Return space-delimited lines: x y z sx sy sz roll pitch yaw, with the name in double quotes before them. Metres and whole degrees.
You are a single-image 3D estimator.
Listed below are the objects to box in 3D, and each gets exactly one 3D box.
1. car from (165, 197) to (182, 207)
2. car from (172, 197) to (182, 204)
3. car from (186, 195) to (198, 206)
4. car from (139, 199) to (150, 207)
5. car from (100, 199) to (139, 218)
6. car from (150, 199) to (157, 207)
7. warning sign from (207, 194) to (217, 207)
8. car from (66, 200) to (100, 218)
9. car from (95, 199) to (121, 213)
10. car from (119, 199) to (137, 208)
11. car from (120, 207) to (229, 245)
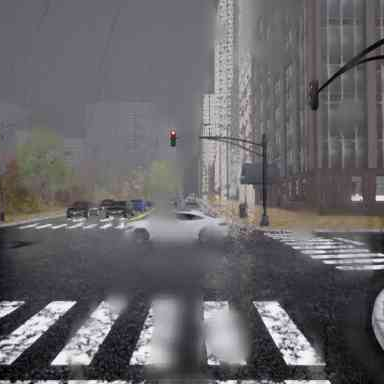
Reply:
"car" -3.143 1.627 52.157 2.128 1.511 4.902 0 0 0
"car" -3.186 1.774 70.600 1.812 1.442 4.674 0 0 0
"car" 0.008 1.721 58.932 2.033 1.411 5.357 0 0 0
"car" -6.591 1.559 39.684 1.882 1.535 5.008 0 0 0
"car" -6.561 1.557 30.611 1.837 1.490 4.892 0 0 2
"car" -6.583 1.730 50.829 1.895 1.301 4.718 0 0 0
"warning sign" 2.834 1.227 47.036 1.300 1.860 1.060 -1 -2 0
"car" -9.841 1.555 30.260 1.837 1.490 4.892 0 0 0
"car" -9.840 1.585 39.441 1.837 1.490 4.892 0 0 0
"car" -9.831 1.734 51.492 1.895 1.301 4.718 0 0 0
"car" -0.669 1.546 15.198 4.674 1.442 1.812 0 0 -1
